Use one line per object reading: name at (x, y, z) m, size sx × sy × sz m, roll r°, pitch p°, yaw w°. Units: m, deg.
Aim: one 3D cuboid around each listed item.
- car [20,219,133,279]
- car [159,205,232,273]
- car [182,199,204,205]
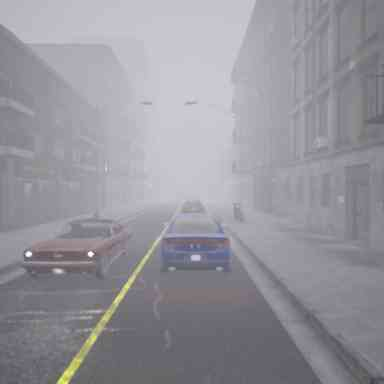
car at (-3.100, 1.518, 9.934) m, size 1.895 × 1.301 × 4.718 m, roll 0°, pitch 0°, yaw 0°
car at (0.099, 1.391, 10.387) m, size 1.882 × 1.535 × 5.008 m, roll 0°, pitch 0°, yaw 0°
car at (0.100, 1.319, 29.342) m, size 1.994 × 1.385 × 4.181 m, roll 0°, pitch 0°, yaw 0°
